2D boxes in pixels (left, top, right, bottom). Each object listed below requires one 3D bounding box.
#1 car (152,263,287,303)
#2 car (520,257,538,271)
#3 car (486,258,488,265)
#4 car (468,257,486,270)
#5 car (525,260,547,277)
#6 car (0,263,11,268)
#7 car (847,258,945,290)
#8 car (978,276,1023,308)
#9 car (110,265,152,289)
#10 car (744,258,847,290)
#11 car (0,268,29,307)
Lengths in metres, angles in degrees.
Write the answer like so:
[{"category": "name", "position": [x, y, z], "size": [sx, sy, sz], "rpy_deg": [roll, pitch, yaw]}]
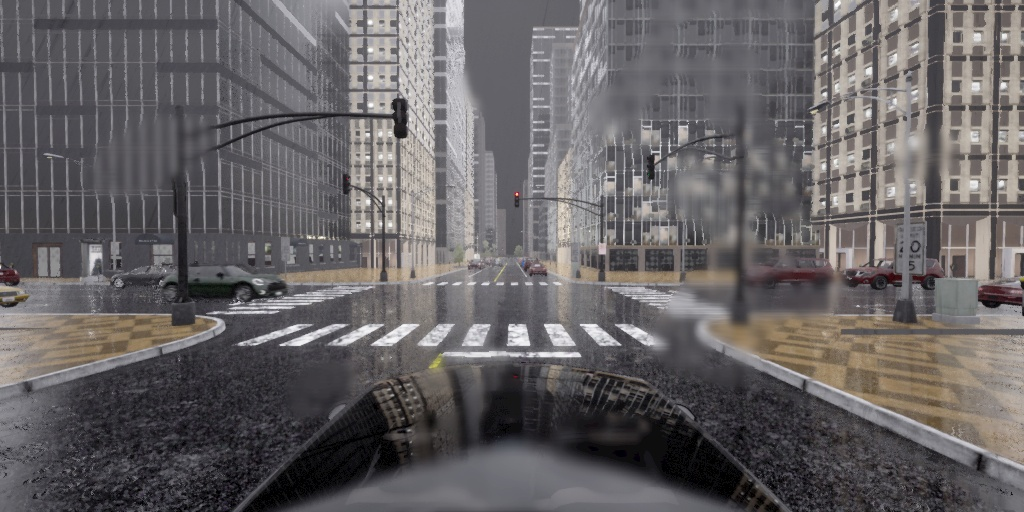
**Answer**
[{"category": "car", "position": [-12.748, 1.095, 16.135], "size": [4.553, 1.767, 2.097], "rpy_deg": [0, 1, 0]}, {"category": "car", "position": [2.574, 1.046, 46.834], "size": [2.192, 1.841, 5.009], "rpy_deg": [0, 0, 0]}, {"category": "car", "position": [-5.289, 1.307, 57.863], "size": [1.802, 1.307, 4.207], "rpy_deg": [0, 0, 0]}, {"category": "car", "position": [-5.291, 1.168, 52.338], "size": [1.967, 1.591, 4.097], "rpy_deg": [0, 0, 0]}, {"category": "car", "position": [2.548, 1.319, 35.785], "size": [1.802, 1.307, 4.207], "rpy_deg": [0, 0, 0]}, {"category": "car", "position": [-32.556, 1.077, 21.485], "size": [4.097, 1.591, 1.967], "rpy_deg": [0, 0, 0]}, {"category": "car", "position": [22.902, 1.032, 21.656], "size": [5.009, 1.841, 2.192], "rpy_deg": [0, 0, 0]}, {"category": "car", "position": [20.186, 1.418, 13.512], "size": [4.207, 1.307, 1.802], "rpy_deg": [0, 0, 0]}, {"category": "car", "position": [-21.440, 1.204, 21.576], "size": [4.403, 1.370, 2.007], "rpy_deg": [0, 0, 0]}, {"category": "car", "position": [16.570, 1.024, 21.644], "size": [5.009, 1.841, 2.192], "rpy_deg": [0, 0, 0]}, {"category": "car", "position": [-21.255, 1.301, 13.438], "size": [4.829, 1.417, 1.751], "rpy_deg": [0, 0, 0]}]
